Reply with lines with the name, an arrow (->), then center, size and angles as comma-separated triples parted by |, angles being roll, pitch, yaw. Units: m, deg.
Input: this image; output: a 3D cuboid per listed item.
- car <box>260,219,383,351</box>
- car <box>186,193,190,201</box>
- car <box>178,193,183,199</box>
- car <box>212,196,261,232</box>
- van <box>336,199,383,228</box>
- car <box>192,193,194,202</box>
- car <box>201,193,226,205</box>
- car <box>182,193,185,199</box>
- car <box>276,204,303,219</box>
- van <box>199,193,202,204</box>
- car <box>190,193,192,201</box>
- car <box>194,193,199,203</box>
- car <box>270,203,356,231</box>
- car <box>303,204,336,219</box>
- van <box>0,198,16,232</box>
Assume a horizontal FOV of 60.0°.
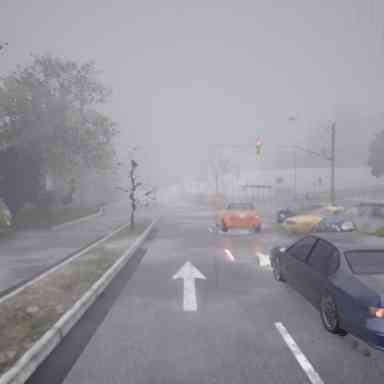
car -> 3.024, 1.535, 6.607 | 2.033, 1.411, 5.357 | 0, 0, -1
car -> 2.309, 1.271, 76.247 | 5.566, 2.045, 2.435 | 0, 0, -28
car -> -0.106, 1.244, 94.095 | 5.566, 2.045, 2.435 | 1, 0, -28
car -> 2.622, 1.318, 19.892 | 2.097, 1.767, 4.553 | 0, 0, -2
van -> 7.512, 1.231, 11.503 | 4.442, 1.987, 1.878 | 1, 0, -22
car -> 3.495, 1.299, 67.312 | 5.566, 2.045, 2.435 | 0, 0, -27
car -> 4.555, 1.454, 58.323 | 4.553, 1.767, 2.185 | 0, 0, -27
car -> 0.646, 1.370, 88.116 | 4.553, 1.767, 2.185 | 1, 0, -28
car -> 7.258, 1.441, 17.516 | 5.366, 1.575, 1.946 | 1, 0, -22
van -> 4.128, 1.344, 61.270 | 4.442, 1.987, 1.878 | 0, 0, -27
car -> 2.846, 1.529, 73.344 | 5.366, 1.575, 1.946 | 0, 0, -28
car -> 3.833, 1.309, 64.294 | 5.566, 2.045, 2.435 | 1, 0, -27
car -> 7.494, 1.477, 20.568 | 4.792, 1.488, 2.163 | 1, 0, -23
car -> 7.564, 1.327, 14.578 | 4.553, 1.767, 2.185 | 1, 0, -22
van -> -10.714, 1.253, 15.469 | 4.442, 1.987, 1.878 | -1, 0, -22
